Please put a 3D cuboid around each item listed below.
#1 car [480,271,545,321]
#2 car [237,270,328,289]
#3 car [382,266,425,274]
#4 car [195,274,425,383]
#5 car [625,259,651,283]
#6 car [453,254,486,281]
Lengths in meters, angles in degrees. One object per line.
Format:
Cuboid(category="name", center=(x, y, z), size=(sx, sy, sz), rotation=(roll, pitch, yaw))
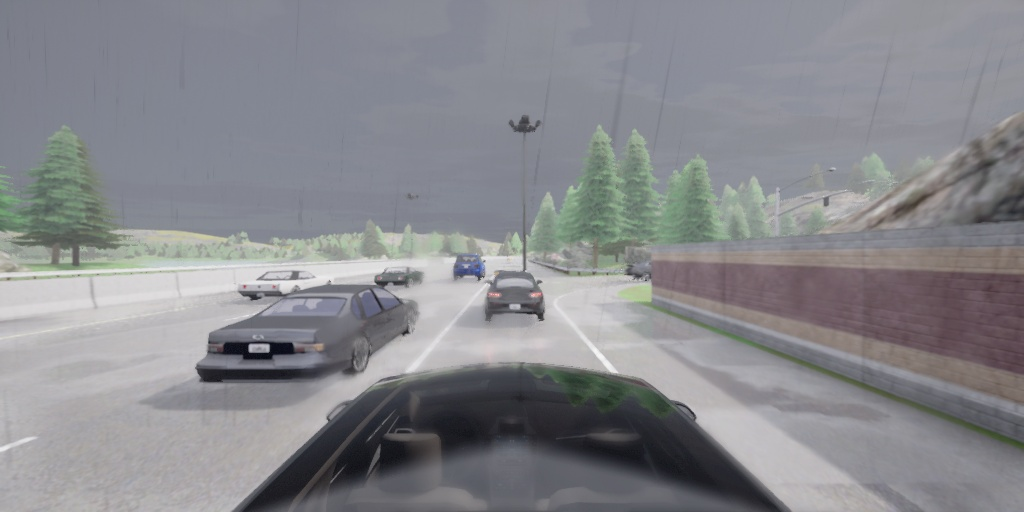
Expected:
Cuboid(category="car", center=(0.082, 1.247, 12.264), size=(1.812, 1.442, 4.674), rotation=(0, 0, 0))
Cuboid(category="car", center=(-10.406, 1.309, 17.071), size=(1.895, 1.301, 4.718), rotation=(0, 0, 0))
Cuboid(category="car", center=(-6.908, 1.294, 22.618), size=(1.895, 1.301, 4.718), rotation=(0, 0, 0))
Cuboid(category="car", center=(-3.403, 1.282, 7.335), size=(2.033, 1.411, 5.357), rotation=(0, 0, 0))
Cuboid(category="car", center=(10.167, 0.978, 24.306), size=(4.902, 1.511, 2.128), rotation=(0, 0, -2))
Cuboid(category="car", center=(-3.409, 0.897, 29.320), size=(2.150, 2.045, 5.566), rotation=(0, 0, 0))
